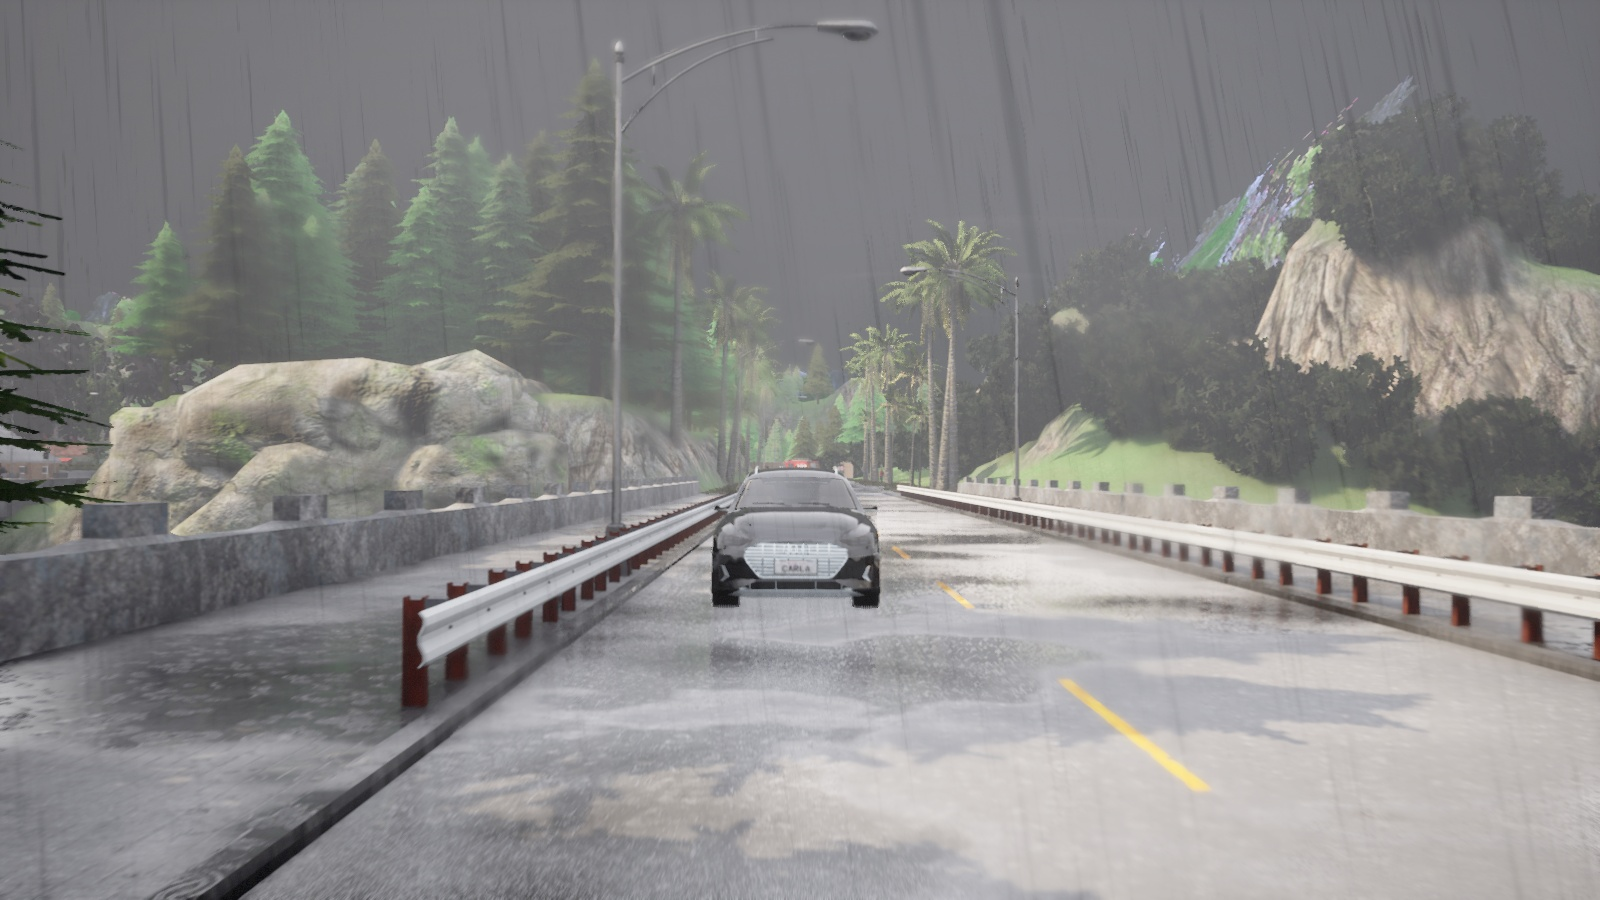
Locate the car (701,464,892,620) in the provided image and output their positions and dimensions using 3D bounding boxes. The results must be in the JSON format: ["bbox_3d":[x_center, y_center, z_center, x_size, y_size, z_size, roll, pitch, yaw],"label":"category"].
[{"bbox_3d":[-0.041,1.009,15.846,2.033,1.649,4.856,0,-1,0],"label":"car"}]
